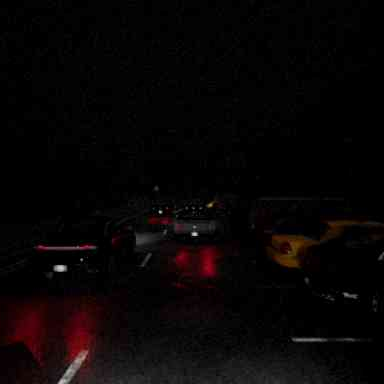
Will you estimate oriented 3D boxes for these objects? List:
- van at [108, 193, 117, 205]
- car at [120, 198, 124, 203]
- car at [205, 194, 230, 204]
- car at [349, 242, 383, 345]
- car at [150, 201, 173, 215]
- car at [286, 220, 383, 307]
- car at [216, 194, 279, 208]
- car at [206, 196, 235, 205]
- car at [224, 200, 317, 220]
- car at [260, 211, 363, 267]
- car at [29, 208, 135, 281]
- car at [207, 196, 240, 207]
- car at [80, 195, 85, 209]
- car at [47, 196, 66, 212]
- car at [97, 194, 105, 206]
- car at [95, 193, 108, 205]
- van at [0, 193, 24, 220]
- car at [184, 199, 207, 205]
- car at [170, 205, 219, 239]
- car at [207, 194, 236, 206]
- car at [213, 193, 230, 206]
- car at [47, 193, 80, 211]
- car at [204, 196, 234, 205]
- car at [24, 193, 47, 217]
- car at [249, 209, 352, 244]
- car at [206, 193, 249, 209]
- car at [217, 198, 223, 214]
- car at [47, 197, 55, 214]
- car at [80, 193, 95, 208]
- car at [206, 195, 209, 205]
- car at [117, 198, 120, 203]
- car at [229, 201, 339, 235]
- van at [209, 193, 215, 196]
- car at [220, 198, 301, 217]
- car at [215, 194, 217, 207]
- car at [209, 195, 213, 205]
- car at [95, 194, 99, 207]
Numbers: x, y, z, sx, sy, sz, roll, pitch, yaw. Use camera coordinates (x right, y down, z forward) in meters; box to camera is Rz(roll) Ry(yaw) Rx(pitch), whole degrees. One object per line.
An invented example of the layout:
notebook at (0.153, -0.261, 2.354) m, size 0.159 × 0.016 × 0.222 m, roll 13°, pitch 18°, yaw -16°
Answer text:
van at (-15.306, 1.197, 55.121) m, size 4.442 × 1.987 × 1.878 m, roll 0°, pitch 0°, yaw 0°
car at (-15.372, 1.422, 63.465) m, size 4.792 × 1.488 × 2.163 m, roll 0°, pitch 0°, yaw 0°
car at (4.716, 1.271, 61.588) m, size 4.553 × 1.767 × 2.185 m, roll 0°, pitch 0°, yaw 0°
car at (4.675, 1.493, 3.679) m, size 4.792 × 1.488 × 2.163 m, roll 0°, pitch 0°, yaw 0°
car at (-2.844, 1.524, 32.343) m, size 1.895 × 1.301 × 4.718 m, roll 0°, pitch 0°, yaw 0°
car at (4.644, 1.454, 6.437) m, size 4.892 × 1.521 × 2.231 m, roll 0°, pitch 0°, yaw 0°
car at (4.658, 1.279, 28.492) m, size 4.553 × 1.767 × 2.185 m, roll 0°, pitch 0°, yaw 0°
car at (4.735, 1.450, 56.070) m, size 4.674 × 1.452 × 2.002 m, roll 0°, pitch 0°, yaw 0°
car at (4.669, 1.416, 20.221) m, size 4.892 × 1.521 × 2.231 m, roll 0°, pitch 0°, yaw 0°
car at (4.841, 1.440, 9.193) m, size 5.366 × 1.575 × 1.946 m, roll 0°, pitch 0°, yaw 0°
car at (-2.891, 1.453, 9.748) m, size 2.128 × 1.511 × 4.902 m, roll 0°, pitch 0°, yaw 0°
car at (4.734, 1.417, 50.550) m, size 4.892 × 1.521 × 2.231 m, roll 0°, pitch 0°, yaw 0°
car at (-15.650, 1.401, 38.569) m, size 5.366 × 1.575 × 1.946 m, roll 0°, pitch 0°, yaw 0°
car at (-15.476, 1.439, 32.946) m, size 4.674 × 1.452 × 2.002 m, roll 0°, pitch 0°, yaw 0°
car at (-15.439, 1.416, 46.781) m, size 5.008 × 1.535 × 2.097 m, roll 0°, pitch 0°, yaw 0°
car at (-15.468, 1.295, 49.685) m, size 4.553 × 1.767 × 2.185 m, roll 0°, pitch 0°, yaw 0°
van at (-15.383, 1.172, 24.671) m, size 4.442 × 1.987 × 1.878 m, roll 0°, pitch 0°, yaw 0°
car at (0.156, 1.524, 32.337) m, size 1.895 × 1.301 × 4.718 m, roll 0°, pitch 0°, yaw 0°
car at (0.128, 1.542, 16.751) m, size 1.895 × 1.301 × 4.718 m, roll 0°, pitch 0°, yaw 0°
car at (4.701, 1.288, 53.312) m, size 4.553 × 1.767 × 2.185 m, roll 0°, pitch 0°, yaw 0°
car at (4.730, 1.278, 34.007) m, size 4.553 × 1.767 × 2.185 m, roll 0°, pitch 0°, yaw 0°
car at (-15.443, 1.150, 35.664) m, size 5.566 × 2.045 × 2.435 m, roll 0°, pitch 0°, yaw 0°
car at (4.747, 1.405, 58.826) m, size 5.008 × 1.535 × 2.097 m, roll 0°, pitch 0°, yaw 0°
car at (-15.521, 1.146, 27.452) m, size 5.566 × 2.045 × 2.435 m, roll 0°, pitch 0°, yaw 0°
car at (4.658, 1.474, 11.951) m, size 4.674 × 1.452 × 2.002 m, roll 0°, pitch 0°, yaw 0°
car at (4.746, 1.160, 45.037) m, size 5.566 × 2.045 × 2.435 m, roll 0°, pitch 0°, yaw 0°
car at (4.678, 1.408, 25.736) m, size 4.892 × 1.521 × 2.231 m, roll 0°, pitch 0°, yaw 0°
car at (-15.483, 1.437, 30.231) m, size 4.674 × 1.452 × 2.002 m, roll 0°, pitch 0°, yaw 0°
car at (-15.487, 1.157, 41.349) m, size 5.566 × 2.045 × 2.435 m, roll 0°, pitch 0°, yaw 0°
car at (4.528, 1.405, 42.279) m, size 5.366 × 1.575 × 1.946 m, roll 0°, pitch 0°, yaw 0°
car at (-15.447, 1.290, 58.029) m, size 4.553 × 1.767 × 2.185 m, roll 0°, pitch 0°, yaw 0°
car at (4.664, 1.421, 17.465) m, size 4.892 × 1.521 × 2.231 m, roll 0°, pitch 0°, yaw 0°
van at (4.592, 1.180, 39.522) m, size 4.442 × 1.987 × 1.878 m, roll 0°, pitch 0°, yaw 0°
car at (4.673, 1.411, 22.978) m, size 4.892 × 1.521 × 2.231 m, roll 0°, pitch 0°, yaw 0°
car at (4.725, 1.278, 31.250) m, size 4.553 × 1.767 × 2.185 m, roll 0°, pitch 0°, yaw 0°
car at (4.709, 1.404, 36.764) m, size 5.008 × 1.535 × 2.097 m, roll 0°, pitch 0°, yaw 0°
car at (-15.457, 1.413, 44.127) m, size 4.892 × 1.521 × 2.231 m, roll 0°, pitch 0°, yaw 0°
